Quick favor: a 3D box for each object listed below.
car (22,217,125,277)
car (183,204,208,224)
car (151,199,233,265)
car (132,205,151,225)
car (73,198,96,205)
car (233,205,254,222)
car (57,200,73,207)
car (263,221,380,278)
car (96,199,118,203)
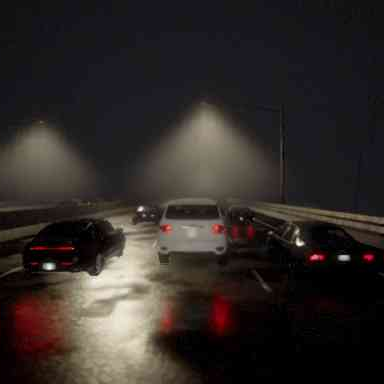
[{"bbox_3d":[-3.400,1.556,10.433,1.837,1.490,4.892,0,0,1],"label":"car"},{"bbox_3d":[0.331,1.756,27.573,1.895,1.301,4.718,0,0,1],"label":"car"},{"bbox_3d":[0.114,1.276,12.123,2.150,2.045,5.566,0,-1,3],"label":"car"},{"bbox_3d":[-3.226,1.687,25.301,2.033,1.411,5.357,0,0,1],"label":"car"},{"bbox_3d":[-16.668,1.694,53.169,2.097,1.767,4.553,0,-1,2],"label":"car"},{"bbox_3d":[3.831,1.756,27.488,1.895,1.301,4.718,0,0,1],"label":"car"},{"bbox_3d":[-20.150,1.908,53.677,1.994,1.385,4.181,0,0,2],"label":"car"},{"bbox_3d":[3.597,1.598,10.302,2.033,1.411,5.357,0,0,1],"label":"car"},{"bbox_3d":[-13.182,1.816,52.834,1.882,1.535,5.008,0,0,2],"label":"car"}]
